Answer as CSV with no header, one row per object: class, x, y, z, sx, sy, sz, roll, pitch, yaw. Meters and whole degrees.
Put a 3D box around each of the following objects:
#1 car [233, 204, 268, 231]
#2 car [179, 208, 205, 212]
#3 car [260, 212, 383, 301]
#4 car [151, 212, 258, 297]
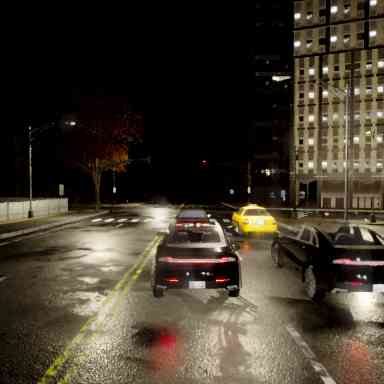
car,3.323,1.453,18.569,1.801,1.575,5.366,0,0,0
car,0.002,1.544,17.549,2.033,1.411,5.357,0,0,0
car,3.350,1.487,8.302,2.128,1.511,4.902,0,0,0
car,0.078,1.489,8.526,2.128,1.511,4.902,0,0,0
